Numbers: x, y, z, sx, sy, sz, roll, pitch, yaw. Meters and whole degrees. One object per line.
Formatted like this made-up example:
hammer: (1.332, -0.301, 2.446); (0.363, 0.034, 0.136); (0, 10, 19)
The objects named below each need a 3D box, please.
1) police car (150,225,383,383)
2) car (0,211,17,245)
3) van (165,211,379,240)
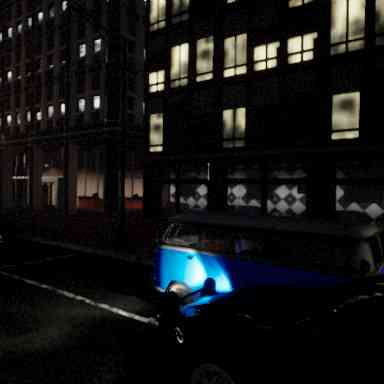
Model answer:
police car: (1.969, 1.434, 2.942); (5.238, 1.638, 1.930); (2, 1, 35)
car: (-8.184, 1.215, 12.264); (4.403, 1.369, 2.008); (2, 1, 35)
van: (1.124, 1.296, 5.731); (3.998, 1.788, 1.690); (2, 1, 35)
